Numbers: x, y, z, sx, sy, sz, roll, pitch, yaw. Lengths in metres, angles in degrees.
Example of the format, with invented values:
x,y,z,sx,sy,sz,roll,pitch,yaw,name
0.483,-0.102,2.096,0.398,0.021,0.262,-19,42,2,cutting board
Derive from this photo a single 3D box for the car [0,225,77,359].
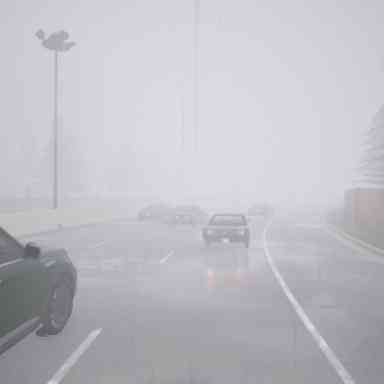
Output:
x,y,z,sx,sy,sz,roll,pitch,yaw,name
-3.207,1.214,3.571,2.150,2.045,5.566,0,0,3,car

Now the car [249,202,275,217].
x,y,z,sx,sy,sz,roll,pitch,yaw,name
6.685,1.637,31.945,1.994,1.385,4.181,0,0,22,car

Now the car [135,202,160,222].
x,y,z,sx,sy,sz,roll,pitch,yaw,name
-2.648,1.592,26.466,1.994,1.385,4.181,0,0,16,car

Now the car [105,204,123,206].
x,y,z,sx,sy,sz,roll,pitch,yaw,name
-9.855,1.577,46.916,2.033,1.411,5.357,0,0,26,car

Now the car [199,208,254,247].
x,y,z,sx,sy,sz,roll,pitch,yaw,name
1.737,1.630,15.294,1.895,1.301,4.718,0,0,11,car

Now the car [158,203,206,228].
x,y,z,sx,sy,sz,roll,pitch,yaw,name
-0.251,1.580,22.445,2.033,1.411,5.357,0,0,15,car

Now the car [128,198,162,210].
x,y,z,sx,sy,sz,roll,pitch,yaw,name
-6.422,1.590,45.939,2.033,1.411,5.357,0,0,26,car
